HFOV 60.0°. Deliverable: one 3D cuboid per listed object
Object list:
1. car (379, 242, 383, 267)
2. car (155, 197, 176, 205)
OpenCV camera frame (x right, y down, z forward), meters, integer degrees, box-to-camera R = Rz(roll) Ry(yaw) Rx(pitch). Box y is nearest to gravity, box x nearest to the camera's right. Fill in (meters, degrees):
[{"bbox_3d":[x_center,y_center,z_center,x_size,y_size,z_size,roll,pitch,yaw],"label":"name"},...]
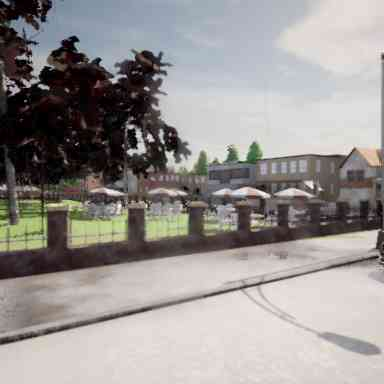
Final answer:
[{"bbox_3d":[7.462,1.520,9.896,4.892,1.490,1.837,1,0,-35],"label":"car"},{"bbox_3d":[-4.467,1.537,53.462,1.837,1.490,4.892,0,0,-35],"label":"car"}]
